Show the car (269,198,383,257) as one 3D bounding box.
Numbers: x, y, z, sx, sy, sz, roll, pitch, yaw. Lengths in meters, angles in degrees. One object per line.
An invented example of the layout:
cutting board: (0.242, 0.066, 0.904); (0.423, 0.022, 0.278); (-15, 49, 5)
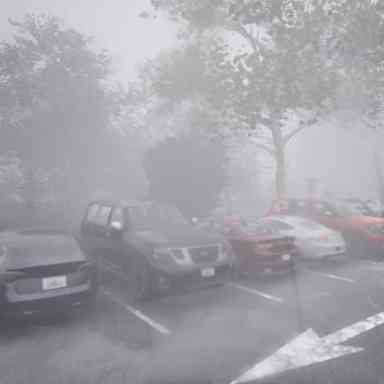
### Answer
car: (5.528, 1.296, 13.711); (2.435, 2.045, 5.566); (1, 0, -35)

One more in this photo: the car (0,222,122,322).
car: (-3.576, 1.515, 7.291); (2.163, 1.488, 4.792); (0, 0, -35)

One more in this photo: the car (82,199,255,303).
car: (-1.276, 1.247, 8.861); (2.435, 2.045, 5.566); (0, 0, -35)

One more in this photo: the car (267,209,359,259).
car: (3.144, 1.568, 12.043); (2.002, 1.452, 4.674); (0, 0, -35)

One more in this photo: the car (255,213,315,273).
car: (0.979, 1.513, 10.497); (2.097, 1.535, 5.008); (0, 0, -35)
